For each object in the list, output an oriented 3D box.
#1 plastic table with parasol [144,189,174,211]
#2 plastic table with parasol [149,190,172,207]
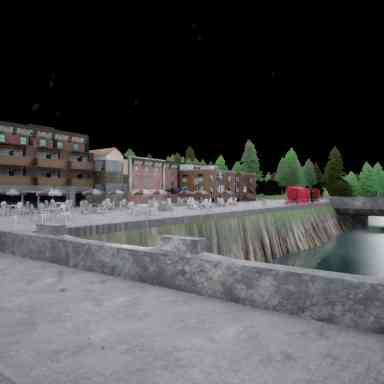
[{"bbox_3d":[-3.931,0.925,39.847,2.482,2.480,2.482,0,0,36],"label":"plastic table with parasol"},{"bbox_3d":[-4.618,0.925,48.837,2.482,2.480,2.482,0,0,36],"label":"plastic table with parasol"}]
